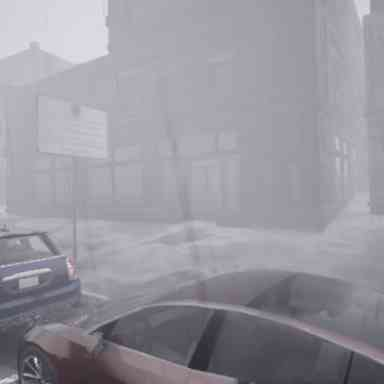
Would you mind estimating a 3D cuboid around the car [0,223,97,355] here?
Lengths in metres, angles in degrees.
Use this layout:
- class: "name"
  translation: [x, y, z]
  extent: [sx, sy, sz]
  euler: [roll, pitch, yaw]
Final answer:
- class: "car"
  translation: [-4.206, 1.404, 6.259]
  extent: [4.553, 1.767, 2.185]
  euler: [-1, 0, 35]
